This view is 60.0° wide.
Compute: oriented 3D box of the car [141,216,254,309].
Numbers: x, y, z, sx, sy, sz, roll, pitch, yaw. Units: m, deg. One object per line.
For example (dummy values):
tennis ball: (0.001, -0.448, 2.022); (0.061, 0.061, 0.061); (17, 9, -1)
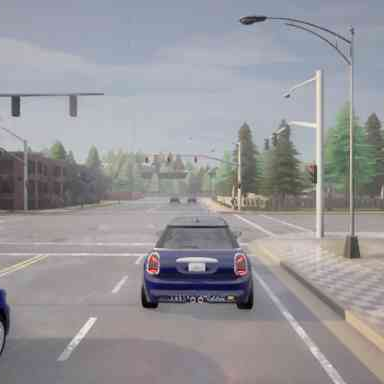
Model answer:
car: (0.153, 1.359, 8.043); (2.097, 1.767, 4.553); (0, 0, 2)

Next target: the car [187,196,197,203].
car: (-0.007, 1.561, 68.330); (1.837, 1.490, 4.892); (0, 0, 0)

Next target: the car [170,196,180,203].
car: (-3.507, 1.561, 68.330); (1.837, 1.490, 4.892); (0, 0, 0)

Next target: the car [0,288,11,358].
car: (-3.443, 1.480, 2.586); (1.882, 1.535, 5.008); (0, 0, 0)
